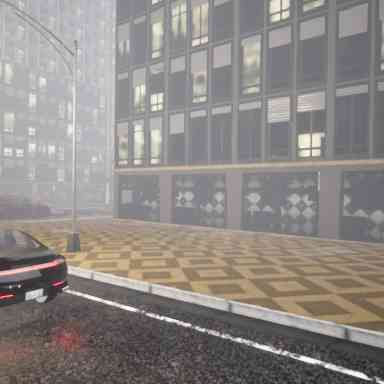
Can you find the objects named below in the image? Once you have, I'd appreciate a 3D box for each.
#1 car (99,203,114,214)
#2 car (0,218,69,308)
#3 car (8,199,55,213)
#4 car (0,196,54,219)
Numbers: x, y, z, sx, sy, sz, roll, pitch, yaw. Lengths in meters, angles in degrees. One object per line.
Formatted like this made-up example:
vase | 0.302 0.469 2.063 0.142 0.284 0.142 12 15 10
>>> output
car | -8.796 1.828 39.704 1.752 1.417 4.829 1 0 36
car | -4.595 1.488 6.934 4.902 1.511 2.128 0 0 35
car | -19.091 1.641 39.849 1.752 1.417 4.829 1 0 36
car | -15.577 1.518 30.480 2.192 1.841 5.009 1 0 36
